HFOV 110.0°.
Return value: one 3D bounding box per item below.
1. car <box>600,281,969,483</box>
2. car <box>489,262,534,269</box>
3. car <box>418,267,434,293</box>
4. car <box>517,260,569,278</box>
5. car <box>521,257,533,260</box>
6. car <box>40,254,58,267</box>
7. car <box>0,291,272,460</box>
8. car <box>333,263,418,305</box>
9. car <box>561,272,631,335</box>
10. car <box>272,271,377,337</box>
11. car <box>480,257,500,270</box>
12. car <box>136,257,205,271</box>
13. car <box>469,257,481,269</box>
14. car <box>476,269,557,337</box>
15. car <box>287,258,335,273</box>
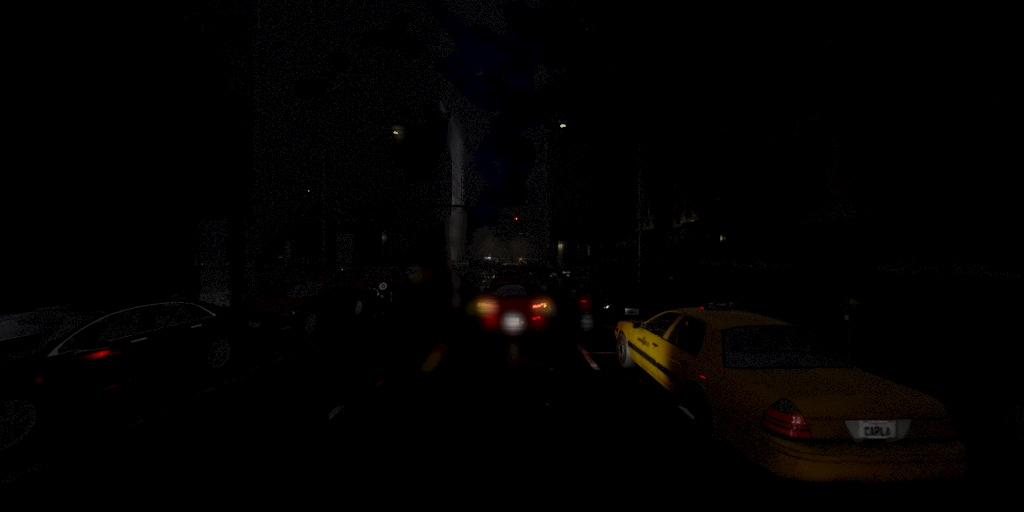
[{"bbox_3d":[2.760,1.275,5.015,1.751,1.417,4.829,0,0,0],"label":"car"},{"bbox_3d":[0.001,1.256,19.002,1.837,1.490,4.892,0,0,0],"label":"car"},{"bbox_3d":[-5.782,1.277,21.034,1.751,1.417,4.829,0,0,0],"label":"car"},{"bbox_3d":[2.807,1.384,34.264,5.357,1.411,2.033,1,0,28],"label":"car"},{"bbox_3d":[2.708,1.202,53.183,1.967,1.591,4.097,0,0,0],"label":"car"},{"bbox_3d":[-48.225,0.416,35.712,4.181,1.385,1.994,1,0,0],"label":"car"},{"bbox_3d":[-5.764,1.300,4.833,2.007,1.370,4.403,0,0,0],"label":"car"},{"bbox_3d":[-5.776,1.190,15.747,1.967,1.591,4.097,0,0,0],"label":"car"},{"bbox_3d":[2.755,1.316,10.302,1.948,1.339,4.313,0,0,0],"label":"car"},{"bbox_3d":[-5.771,1.295,10.290,1.888,1.381,4.507,0,0,0],"label":"car"},{"bbox_3d":[-3.147,1.287,51.409,1.812,1.442,4.674,0,0,0],"label":"car"},{"bbox_3d":[-30.934,0.779,32.613,4.718,1.301,1.895,1,0,0],"label":"car"},{"bbox_3d":[-5.823,1.079,58.612,2.192,1.841,5.009,0,0,0],"label":"car"},{"bbox_3d":[0.061,1.276,10.135,1.812,1.442,4.674,0,0,0],"label":"car"},{"bbox_3d":[-17.911,0.922,32.649,4.902,1.511,2.128,1,0,0],"label":"car"}]
